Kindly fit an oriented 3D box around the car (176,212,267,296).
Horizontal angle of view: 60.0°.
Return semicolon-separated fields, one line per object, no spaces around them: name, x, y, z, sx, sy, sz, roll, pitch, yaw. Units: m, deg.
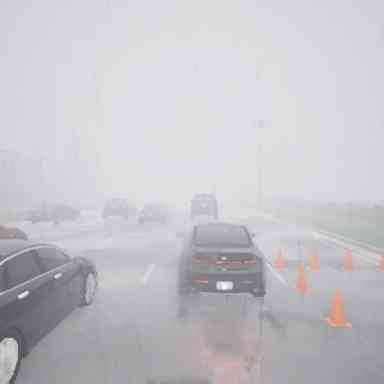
car;0.654;1.493;8.620;1.837;1.490;4.892;0;0;1

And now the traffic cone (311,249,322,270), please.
traffic cone;3.585;1.958;9.714;0.340;0.580;0.340;0;0;1

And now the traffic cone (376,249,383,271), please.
traffic cone;5.584;1.969;9.678;0.340;0.580;0.340;0;0;1

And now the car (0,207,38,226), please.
car;-6.341;1.300;8.875;2.097;1.767;4.553;0;0;1

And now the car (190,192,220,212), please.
car;0.999;1.177;27.709;2.150;2.045;5.566;0;0;1

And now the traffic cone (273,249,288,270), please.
traffic cone;2.585;1.952;9.732;0.340;0.580;0.340;0;0;1

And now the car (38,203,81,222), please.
car;-9.582;1.452;23.366;2.033;1.411;5.357;0;0;1

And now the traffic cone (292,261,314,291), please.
traffic cone;2.549;1.956;7.732;0.340;0.580;0.340;0;0;1

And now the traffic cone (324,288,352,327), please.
traffic cone;2.513;1.959;5.732;0.340;0.580;0.340;0;0;1

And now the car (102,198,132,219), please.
car;-5.995;1.268;28.106;2.097;1.767;4.553;0;0;1

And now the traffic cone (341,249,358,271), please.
traffic cone;4.584;1.964;9.696;0.340;0.580;0.340;0;0;1

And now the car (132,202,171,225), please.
car;-2.577;1.491;23.601;2.033;1.411;5.357;0;0;1

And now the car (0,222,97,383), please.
car;-2.911;1.479;5.025;1.837;1.490;4.892;0;0;1
